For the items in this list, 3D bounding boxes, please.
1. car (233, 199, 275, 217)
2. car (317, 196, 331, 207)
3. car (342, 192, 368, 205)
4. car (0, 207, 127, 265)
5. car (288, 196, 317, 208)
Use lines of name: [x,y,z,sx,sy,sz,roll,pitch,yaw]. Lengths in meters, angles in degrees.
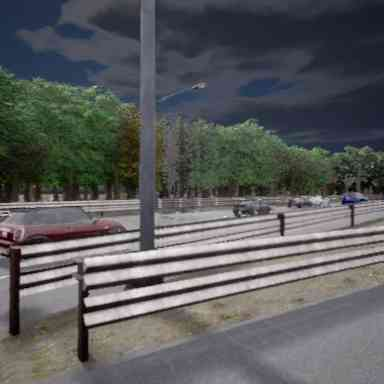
car: [5.487,1.412,29.223,1.837,1.490,4.892,0,0,41]
car: [18.669,1.386,48.917,1.812,1.442,4.674,0,0,44]
car: [24.176,1.094,49.397,2.150,2.045,5.566,0,0,45]
car: [-4.473,1.310,11.972,2.097,1.767,4.553,0,0,39]
car: [14.427,1.392,44.394,1.812,1.442,4.674,0,0,43]
